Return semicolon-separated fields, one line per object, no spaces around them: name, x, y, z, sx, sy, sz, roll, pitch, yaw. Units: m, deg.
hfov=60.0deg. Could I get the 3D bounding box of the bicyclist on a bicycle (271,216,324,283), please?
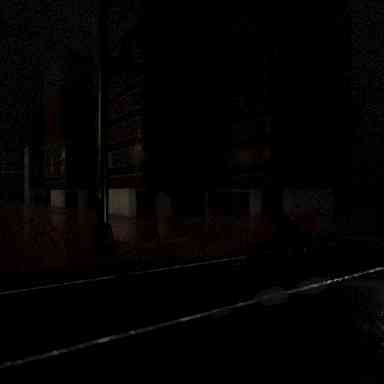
bicyclist on a bicycle;2.665;1.455;8.599;0.582;1.620;1.656;0;-2;-34
